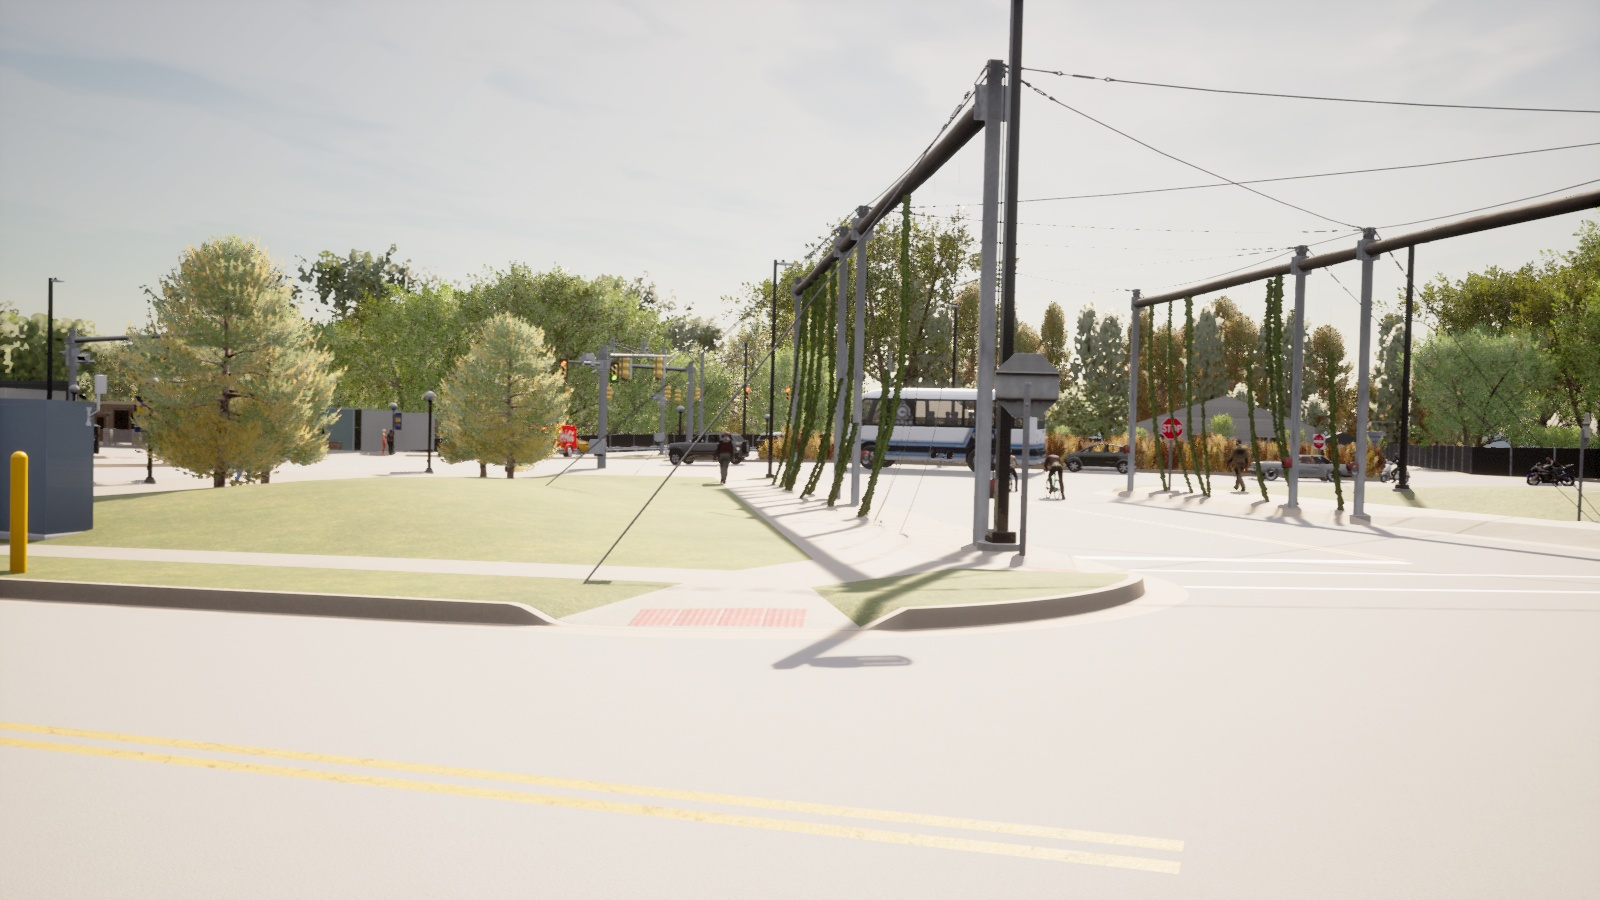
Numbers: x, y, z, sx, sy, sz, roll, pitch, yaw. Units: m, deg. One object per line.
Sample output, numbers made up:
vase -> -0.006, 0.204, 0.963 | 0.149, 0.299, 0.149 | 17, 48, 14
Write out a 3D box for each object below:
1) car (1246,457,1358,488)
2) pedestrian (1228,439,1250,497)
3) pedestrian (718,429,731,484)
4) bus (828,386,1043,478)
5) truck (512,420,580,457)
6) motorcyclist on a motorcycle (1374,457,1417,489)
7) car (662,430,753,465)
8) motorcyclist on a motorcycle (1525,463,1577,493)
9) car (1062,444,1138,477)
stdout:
car -> 24.598, 1.072, 61.682 | 4.718, 1.301, 1.895 | 2, 1, 8
pedestrian -> 15.080, 0.609, 43.129 | 0.396, 1.930, 0.692 | 2, 2, -6
pedestrian -> -2.594, 0.213, 43.097 | 0.376, 1.854, 0.720 | 2, 2, -6
bus -> 7.009, -1.010, 64.830 | 10.273, 4.253, 3.944 | 2, 2, 19
truck -> -17.937, -0.779, 88.957 | 2.627, 2.467, 5.204 | 2, 0, 15
motorcyclist on a motorcycle -> 31.292, 1.192, 65.987 | 1.817, 1.590, 0.866 | 2, 1, -13
car -> -5.103, -0.144, 69.067 | 4.605, 1.855, 1.932 | 1, 1, 19
motorcyclist on a motorcycle -> 39.405, 1.471, 65.921 | 2.191, 1.530, 0.866 | 1, 0, 23
car -> 15.700, 0.541, 65.672 | 3.705, 1.549, 1.789 | 2, 2, 19
